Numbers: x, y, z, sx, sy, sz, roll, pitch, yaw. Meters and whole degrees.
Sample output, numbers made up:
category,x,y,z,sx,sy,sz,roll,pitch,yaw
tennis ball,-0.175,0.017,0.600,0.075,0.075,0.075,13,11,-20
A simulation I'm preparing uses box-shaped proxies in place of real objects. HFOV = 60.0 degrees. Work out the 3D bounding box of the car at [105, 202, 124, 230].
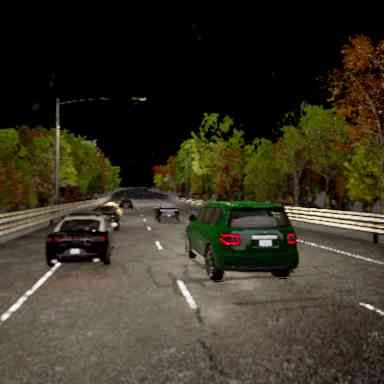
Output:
category,x,y,z,sx,sy,sz,roll,pitch,yaw
car,-5.623,1.654,21.739,1.837,1.490,4.892,0,-1,-11

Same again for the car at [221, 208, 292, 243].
category,x,y,z,sx,sy,sz,roll,pitch,yaw
car,3.299,1.717,18.331,2.033,1.411,5.357,0,-1,-10

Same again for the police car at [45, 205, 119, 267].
category,x,y,z,sx,sy,sz,roll,pitch,yaw
police car,-3.805,1.504,12.016,1.930,1.638,5.238,0,0,-11

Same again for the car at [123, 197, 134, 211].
category,x,y,z,sx,sy,sz,roll,pitch,yaw
car,-9.235,1.812,46.784,1.882,1.535,5.008,0,0,-11

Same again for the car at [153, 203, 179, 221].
category,x,y,z,sx,sy,sz,roll,pitch,yaw
car,-2.290,1.720,29.215,2.128,1.511,4.902,0,0,-11

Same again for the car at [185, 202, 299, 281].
category,x,y,z,sx,sy,sz,roll,pitch,yaw
car,1.226,1.314,10.419,2.150,2.045,5.566,0,-1,-11

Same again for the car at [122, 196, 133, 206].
category,x,y,z,sx,sy,sz,roll,pitch,yaw
car,-12.619,1.742,64.898,2.097,1.767,4.553,0,0,-11

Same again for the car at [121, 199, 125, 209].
category,x,y,z,sx,sy,sz,roll,pitch,yaw
car,-6.760,1.648,27.826,1.801,1.575,5.366,0,0,-11
